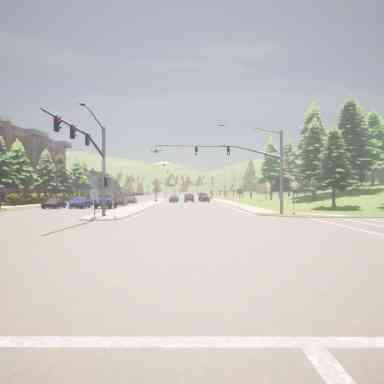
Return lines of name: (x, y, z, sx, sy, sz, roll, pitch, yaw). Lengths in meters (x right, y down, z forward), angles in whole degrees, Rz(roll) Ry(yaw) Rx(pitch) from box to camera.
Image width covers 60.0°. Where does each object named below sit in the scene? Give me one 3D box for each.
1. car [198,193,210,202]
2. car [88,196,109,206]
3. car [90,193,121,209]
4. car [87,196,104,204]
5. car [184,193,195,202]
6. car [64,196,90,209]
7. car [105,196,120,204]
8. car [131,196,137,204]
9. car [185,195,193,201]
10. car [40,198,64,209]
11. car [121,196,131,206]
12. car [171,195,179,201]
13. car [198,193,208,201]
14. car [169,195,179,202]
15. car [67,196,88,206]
car: (2.884, 1.508, 73.418, 1.837, 1.490, 4.892, 0, 0, -1)
car: (-15.415, 1.497, 54.913, 2.128, 1.511, 4.902, 0, 0, -1)
car: (-11.785, 1.226, 45.692, 2.150, 2.045, 5.566, 0, 0, -1)
car: (-19.008, 1.512, 65.740, 1.837, 1.490, 4.892, 0, 0, -1)
car: (-0.609, 1.233, 72.994, 2.150, 2.045, 5.566, 0, 0, -1)
car: (-15.281, 1.482, 45.509, 1.882, 1.535, 5.008, 0, 0, -1)
car: (-15.510, 1.484, 64.968, 1.882, 1.535, 5.008, 0, 0, 0)
car: (-12.023, 1.554, 65.666, 2.033, 1.411, 5.357, 0, 0, 0)
car: (-0.775, 1.473, 83.547, 1.837, 1.490, 4.892, 0, 0, -1)
car: (-18.783, 1.552, 45.575, 2.033, 1.411, 5.357, 0, 0, -1)
car: (-11.920, 1.511, 55.371, 1.837, 1.490, 4.892, 0, 0, -1)
car: (-4.274, 1.497, 83.492, 1.812, 1.442, 4.674, 0, 0, -1)
car: (2.724, 1.203, 83.643, 2.150, 2.045, 5.566, 0, 0, -1)
car: (-4.108, 1.548, 72.873, 2.033, 1.411, 5.357, 0, 0, -1)
car: (-18.917, 1.483, 55.307, 1.882, 1.535, 5.008, 0, 0, -1)
